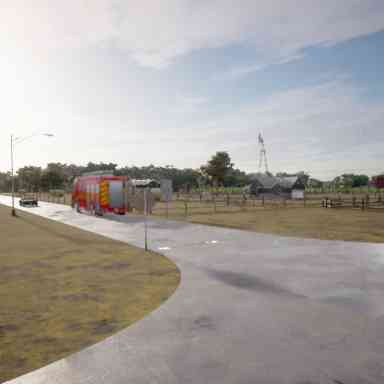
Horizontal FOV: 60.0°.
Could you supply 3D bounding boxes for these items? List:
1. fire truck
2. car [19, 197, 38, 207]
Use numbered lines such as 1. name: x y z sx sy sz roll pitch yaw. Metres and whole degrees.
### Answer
1. fire truck: -8.607 0.143 30.847 2.891 3.827 8.468 -2 1 -35
2. car: -23.026 1.367 46.776 1.895 1.301 4.718 -2 1 -35
